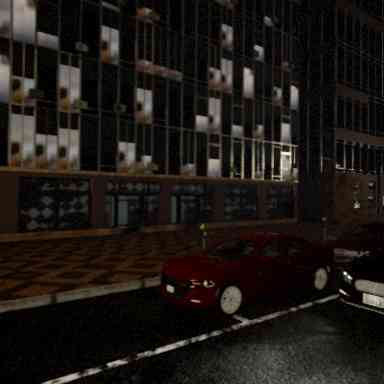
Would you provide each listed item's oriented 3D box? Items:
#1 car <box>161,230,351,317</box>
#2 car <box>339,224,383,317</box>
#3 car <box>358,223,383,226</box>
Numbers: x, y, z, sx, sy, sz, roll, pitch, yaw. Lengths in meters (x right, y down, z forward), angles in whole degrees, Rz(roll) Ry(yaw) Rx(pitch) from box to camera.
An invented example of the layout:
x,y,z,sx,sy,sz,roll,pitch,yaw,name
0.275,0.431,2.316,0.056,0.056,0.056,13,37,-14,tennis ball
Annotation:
x,y,z,sx,sy,sz,roll,pitch,yaw,name
1.425,1.602,7.580,4.507,1.381,1.887,1,0,-36,car
5.031,1.575,6.976,4.902,1.511,2.128,1,0,-36,car
6.057,1.698,10.890,4.206,1.307,1.802,1,0,-36,car
